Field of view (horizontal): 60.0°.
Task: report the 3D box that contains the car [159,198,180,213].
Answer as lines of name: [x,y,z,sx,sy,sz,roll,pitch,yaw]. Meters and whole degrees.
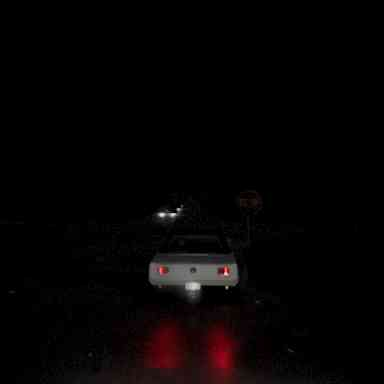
car: [-2.832,1.809,40.347,2.033,1.411,5.357,0,0,0]

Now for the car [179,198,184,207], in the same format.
car: [-2.811,1.910,55.635,1.837,1.490,4.892,0,0,0]

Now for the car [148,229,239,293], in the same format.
car: [0.124,1.646,8.998,1.895,1.301,4.718,0,0,2]

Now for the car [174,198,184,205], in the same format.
car: [-2.720,2.028,71.695,2.033,1.411,5.357,0,-1,0]
